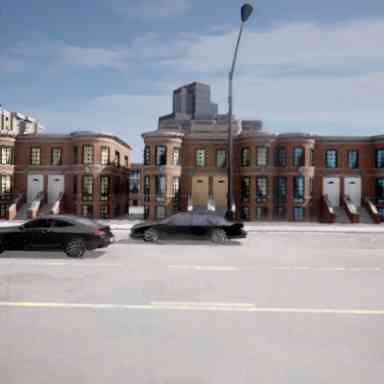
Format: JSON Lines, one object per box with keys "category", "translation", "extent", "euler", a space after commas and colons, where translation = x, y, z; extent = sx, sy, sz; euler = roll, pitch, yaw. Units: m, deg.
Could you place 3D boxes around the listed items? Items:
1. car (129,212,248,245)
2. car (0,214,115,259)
{"category": "car", "translation": [-0.124, 1.639, 15.530], "extent": [5.357, 1.411, 2.033], "euler": [1, 0, 2]}
{"category": "car", "translation": [-5.219, 1.548, 12.216], "extent": [4.674, 1.442, 1.812], "euler": [0, 0, 2]}
